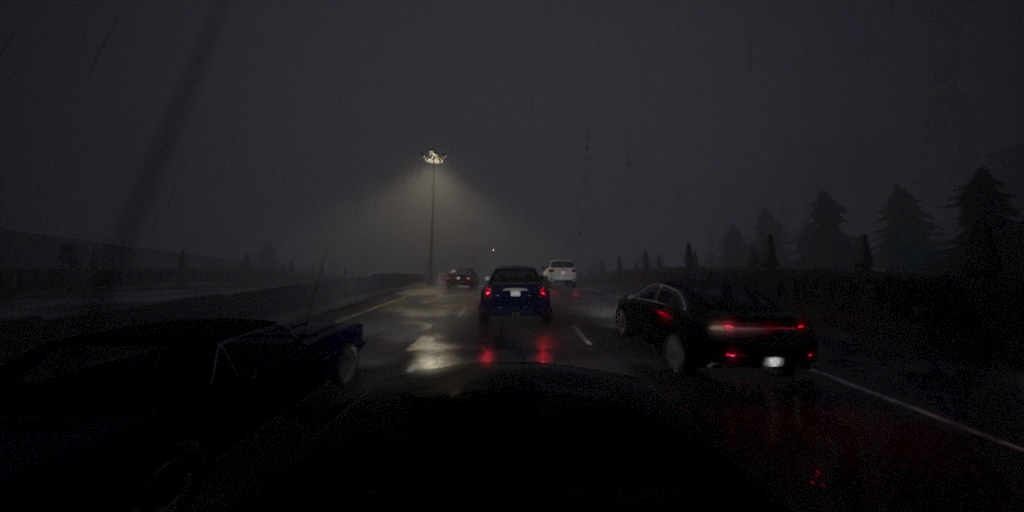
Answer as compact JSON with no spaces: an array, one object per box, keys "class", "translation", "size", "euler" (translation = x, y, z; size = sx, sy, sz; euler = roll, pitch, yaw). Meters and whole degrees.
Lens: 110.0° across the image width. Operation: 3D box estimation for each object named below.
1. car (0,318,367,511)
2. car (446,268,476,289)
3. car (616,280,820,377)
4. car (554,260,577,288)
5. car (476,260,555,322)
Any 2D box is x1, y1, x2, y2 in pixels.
[{"class":"car","translation":[-3.401,1.347,4.002],"size":[1.895,1.301,4.718],"euler":[0,0,0]},{"class":"car","translation":[-3.400,1.569,25.255],"size":[2.033,1.411,5.357],"euler":[0,-3,0]},{"class":"car","translation":[3.600,1.234,7.348],"size":[2.128,1.511,4.902],"euler":[0,0,0]},{"class":"car","translation":[3.613,1.376,27.846],"size":[2.150,2.045,5.566],"euler":[0,-3,0]},{"class":"car","translation":[0.100,1.088,12.324],"size":[2.097,1.767,4.553],"euler":[0,0,0]}]
